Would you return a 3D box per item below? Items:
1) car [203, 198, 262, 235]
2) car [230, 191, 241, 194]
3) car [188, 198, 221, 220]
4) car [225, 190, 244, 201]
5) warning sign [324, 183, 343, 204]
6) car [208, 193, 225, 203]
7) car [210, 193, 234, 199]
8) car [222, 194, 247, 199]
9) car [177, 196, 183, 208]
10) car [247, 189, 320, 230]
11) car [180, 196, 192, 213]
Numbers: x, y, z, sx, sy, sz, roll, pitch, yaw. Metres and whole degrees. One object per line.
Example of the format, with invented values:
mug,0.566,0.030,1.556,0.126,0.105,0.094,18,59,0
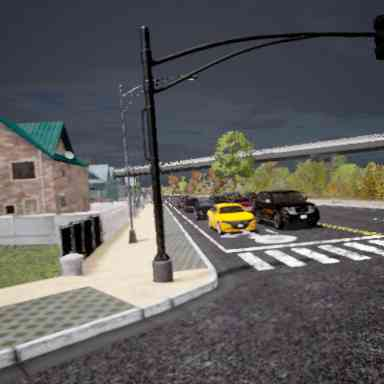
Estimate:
car,2.113,1.404,18.926,1.882,1.535,5.008,-4,0,-6
car,5.440,0.883,49.309,2.097,1.767,4.553,-4,0,-6
car,1.160,1.520,27.864,1.994,1.385,4.181,-4,0,-6
car,7.576,0.678,59.715,2.097,1.767,4.553,-4,0,-6
warning sign,13.466,0.114,31.745,1.300,1.860,1.060,-3,2,-6
car,4.362,1.064,59.397,2.128,1.511,4.902,-4,0,-6
car,3.217,1.249,39.268,1.837,1.490,4.892,-4,0,-6
car,4.271,1.238,29.185,1.812,1.442,4.674,-4,0,-6
car,-1.065,1.383,48.777,2.097,1.767,4.553,-4,0,-6
car,5.294,0.903,19.477,2.150,2.045,5.566,-4,0,-6
car,0.096,1.514,37.912,1.812,1.442,4.674,-4,0,-6
